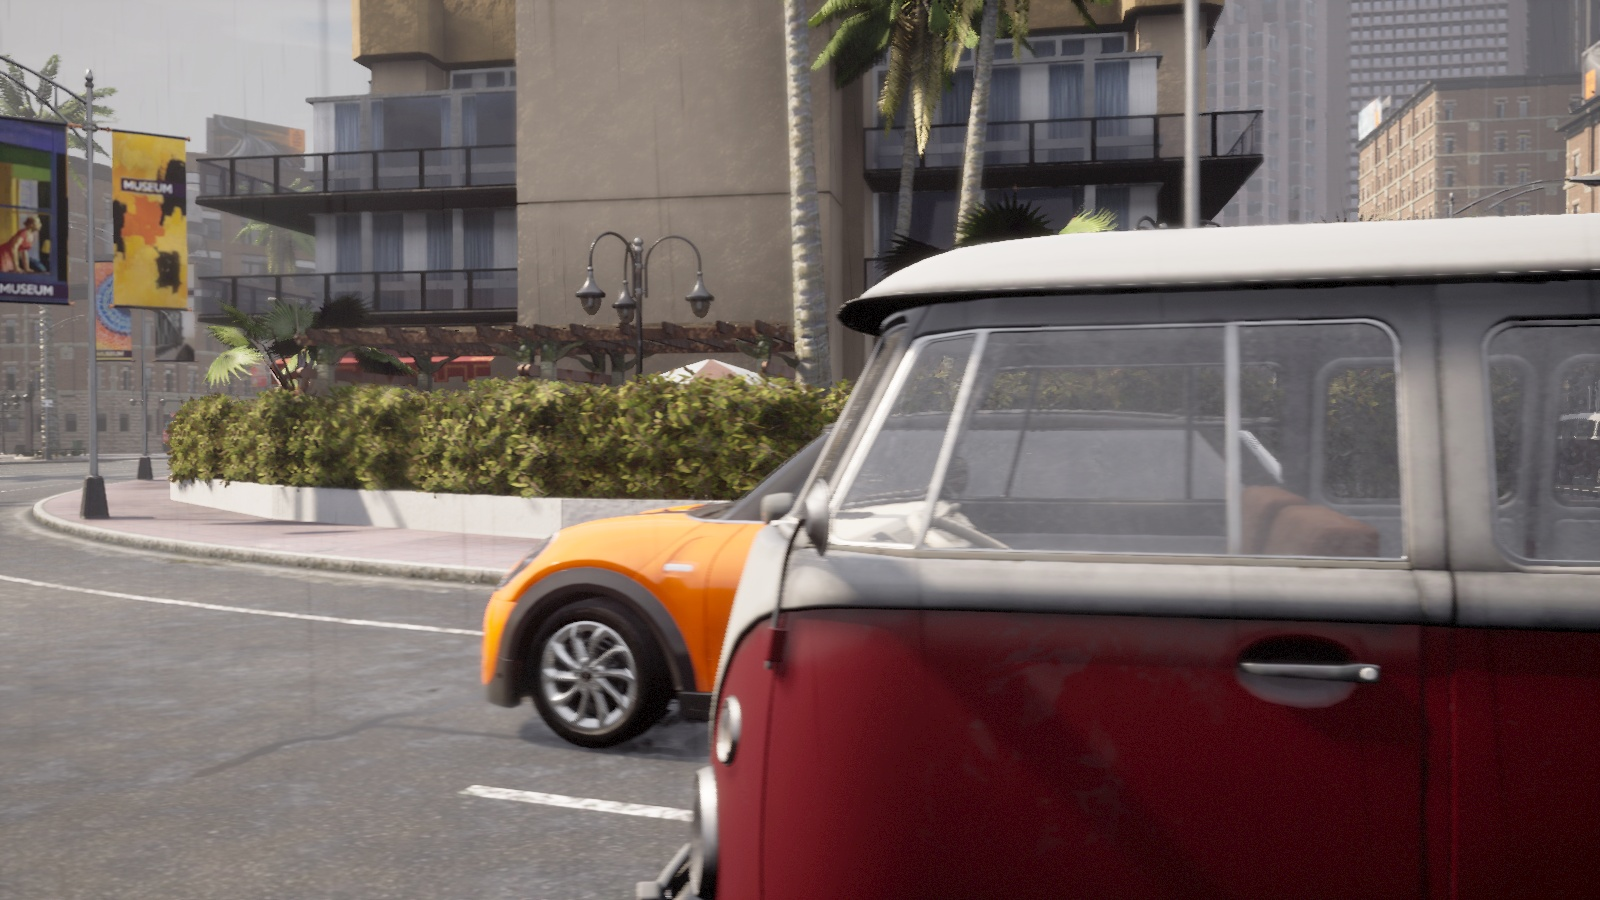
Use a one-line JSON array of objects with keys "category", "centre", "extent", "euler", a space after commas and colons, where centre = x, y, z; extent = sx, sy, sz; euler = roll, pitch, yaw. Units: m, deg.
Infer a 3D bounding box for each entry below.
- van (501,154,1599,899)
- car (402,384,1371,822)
[{"category": "van", "centre": [1.822, 0.547, 2.606], "extent": [4.442, 1.987, 1.775], "euler": [1, 1, 15]}, {"category": "car", "centre": [0.443, 0.586, 6.749], "extent": [4.553, 1.767, 2.097], "euler": [1, 1, 18]}]
